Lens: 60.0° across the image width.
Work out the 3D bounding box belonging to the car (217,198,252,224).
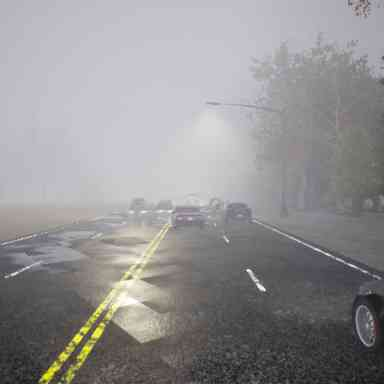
[{"bbox_3d":[3.230,1.462,24.986,1.882,1.535,5.008,-1,0,0],"label":"car"}]

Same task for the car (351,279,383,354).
[{"bbox_3d":[3.257,1.499,2.977,1.812,1.442,4.674,1,1,0],"label":"car"}]

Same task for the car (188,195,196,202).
[{"bbox_3d":[-0.014,1.462,79.323,1.882,1.535,5.008,0,0,0],"label":"car"}]

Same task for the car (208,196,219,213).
[{"bbox_3d":[3.244,1.467,35.994,2.128,1.511,4.902,1,-1,0],"label":"car"}]

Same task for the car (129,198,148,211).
[{"bbox_3d":[-6.605,1.510,41.654,1.837,1.490,4.892,0,0,0],"label":"car"}]

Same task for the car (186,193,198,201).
[{"bbox_3d":[0.057,1.138,65.920,2.150,2.045,5.566,-1,1,0],"label":"car"}]

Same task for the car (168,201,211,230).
[{"bbox_3d":[-0.281,1.549,21.162,2.033,1.411,5.357,0,0,-5],"label":"car"}]

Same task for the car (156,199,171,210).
[{"bbox_3d":[-3.355,1.570,41.779,1.994,1.385,4.181,0,0,0],"label":"car"}]
